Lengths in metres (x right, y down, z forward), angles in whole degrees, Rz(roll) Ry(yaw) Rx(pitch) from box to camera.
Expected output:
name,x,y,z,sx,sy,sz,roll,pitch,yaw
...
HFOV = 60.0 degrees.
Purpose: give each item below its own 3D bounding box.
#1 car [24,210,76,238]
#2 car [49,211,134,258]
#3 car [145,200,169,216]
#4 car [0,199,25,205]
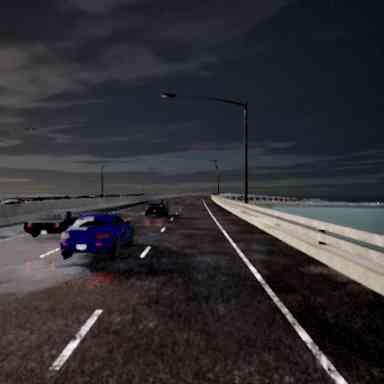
name,x,y,z,sx,sy,sz,roll,pitch,yaw
car,-6.861,1.584,17.663,1.895,1.301,4.718,0,0,0
car,-3.395,1.513,12.503,1.812,1.442,4.674,0,0,0
car,-3.254,1.457,31.613,2.128,1.511,4.902,0,0,1
car,-17.395,1.496,32.029,1.812,1.442,4.674,0,0,1
